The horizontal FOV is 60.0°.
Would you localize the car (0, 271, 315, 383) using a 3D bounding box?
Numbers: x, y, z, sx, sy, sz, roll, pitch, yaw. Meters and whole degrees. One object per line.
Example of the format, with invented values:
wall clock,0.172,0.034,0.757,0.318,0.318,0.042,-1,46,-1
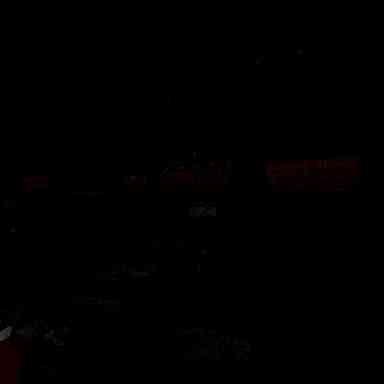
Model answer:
car,-0.875,1.607,3.448,4.206,1.307,1.802,-1,-1,35
